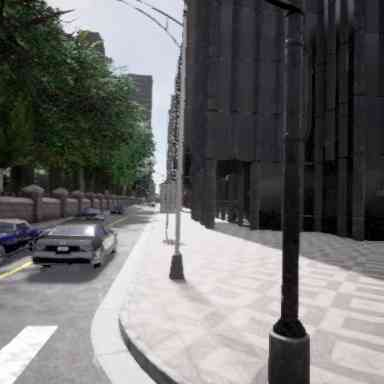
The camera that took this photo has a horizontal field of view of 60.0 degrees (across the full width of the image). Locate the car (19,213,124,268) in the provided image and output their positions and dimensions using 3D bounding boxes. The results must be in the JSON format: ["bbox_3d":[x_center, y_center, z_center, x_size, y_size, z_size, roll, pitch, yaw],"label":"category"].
[{"bbox_3d":[-3.833,1.696,11.756,2.033,1.411,5.357,2,-2,-5],"label":"car"}]

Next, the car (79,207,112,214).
[{"bbox_3d":[-8.445,2.011,27.900,2.033,1.411,5.357,2,-2,-5],"label":"car"}]

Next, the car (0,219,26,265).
[{"bbox_3d":[-6.936,1.641,11.736,1.895,1.301,4.718,2,-2,-5],"label":"car"}]

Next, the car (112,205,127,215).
[{"bbox_3d":[-10.043,2.539,46.020,2.033,1.411,5.357,2,-2,-5],"label":"car"}]
